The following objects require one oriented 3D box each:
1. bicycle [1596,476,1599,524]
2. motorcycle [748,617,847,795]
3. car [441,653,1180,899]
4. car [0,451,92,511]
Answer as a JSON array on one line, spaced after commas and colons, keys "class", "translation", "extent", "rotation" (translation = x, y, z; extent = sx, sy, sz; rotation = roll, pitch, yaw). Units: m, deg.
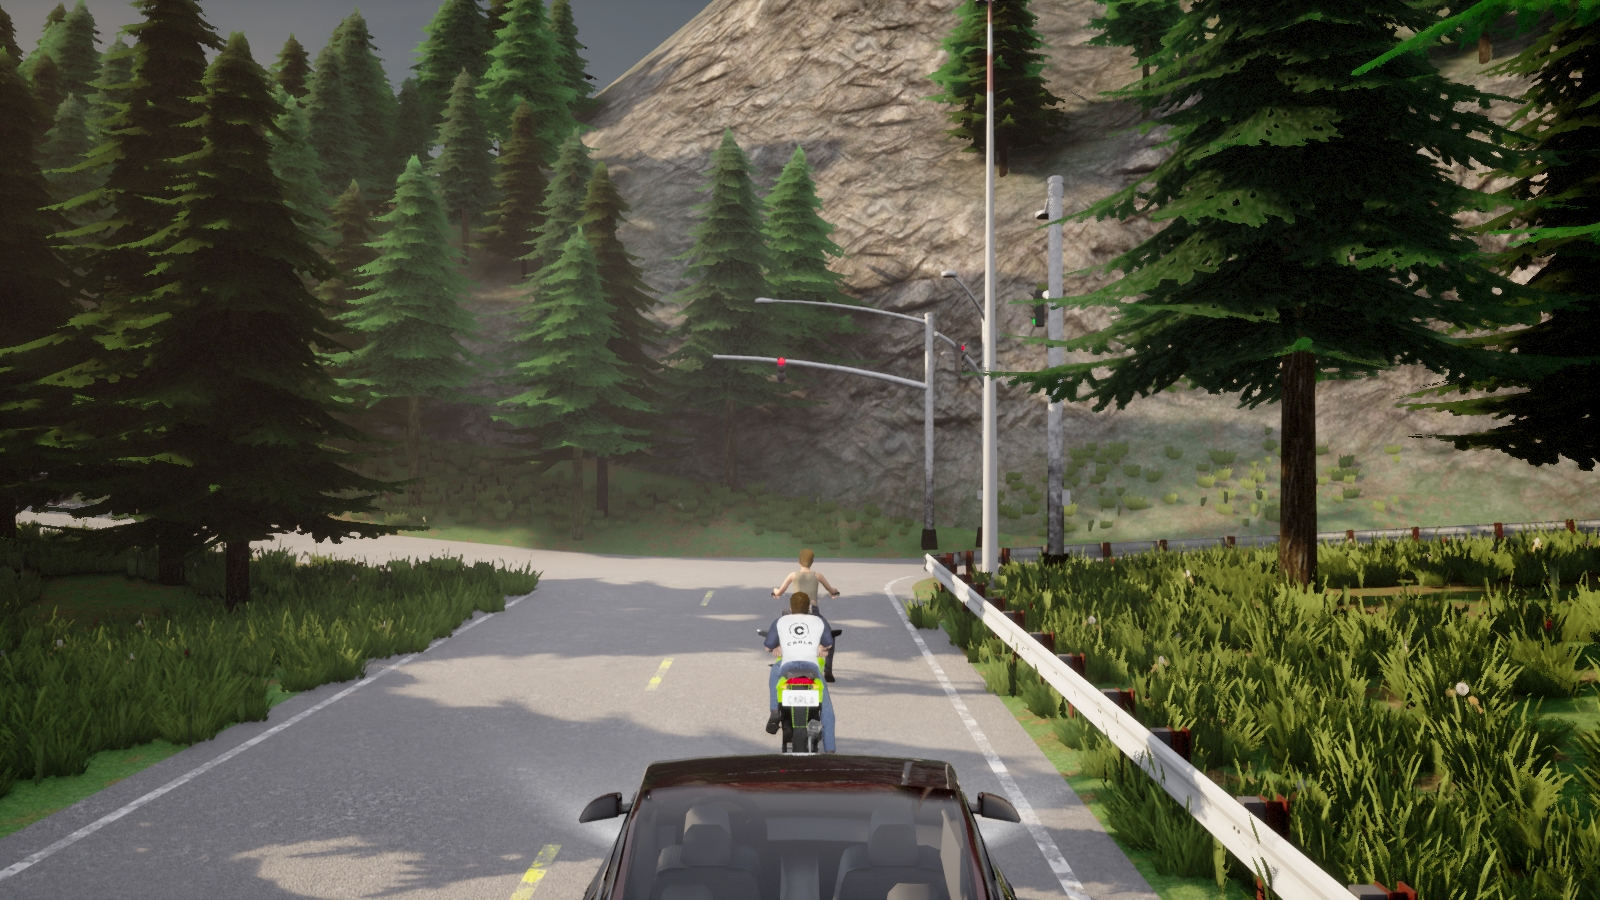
[{"class": "bicycle", "translation": [21.727, 1.355, 29.474], "extent": [1.835, 1.471, 0.329], "rotation": [-5, -2, 26]}, {"class": "motorcycle", "translation": [-0.020, 2.213, 10.238], "extent": [0.803, 1.145, 2.033], "rotation": [0, 0, 0]}, {"class": "car", "translation": [0.029, 2.063, 5.012], "extent": [2.163, 1.488, 4.792], "rotation": [0, 0, 0]}, {"class": "car", "translation": [-26.720, 0.929, 38.023], "extent": [5.238, 1.638, 2.097], "rotation": [5, 1, 10]}]
